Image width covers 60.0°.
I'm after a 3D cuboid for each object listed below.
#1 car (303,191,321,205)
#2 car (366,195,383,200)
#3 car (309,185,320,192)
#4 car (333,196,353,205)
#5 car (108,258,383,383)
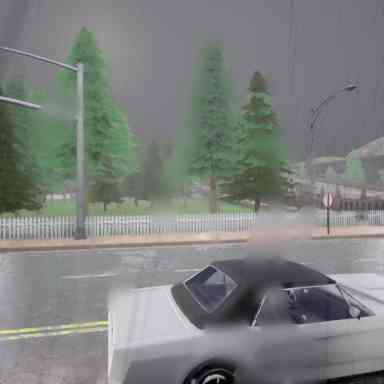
[{"bbox_3d":[18.192,1.066,50.644,2.033,1.411,5.357,0,4,-16],"label":"car"},{"bbox_3d":[26.553,1.298,46.760,1.882,1.535,5.008,0,3,-16],"label":"car"},{"bbox_3d":[22.516,0.229,61.427,1.882,1.535,5.008,0,6,-15],"label":"car"},{"bbox_3d":[22.261,1.233,49.094,1.994,1.385,4.181,0,3,-16],"label":"car"},{"bbox_3d":[1.328,1.601,4.378,4.718,1.301,1.895,0,0,-14],"label":"car"}]
